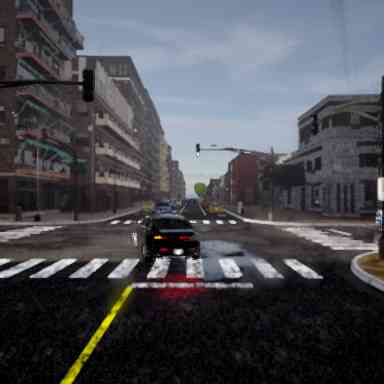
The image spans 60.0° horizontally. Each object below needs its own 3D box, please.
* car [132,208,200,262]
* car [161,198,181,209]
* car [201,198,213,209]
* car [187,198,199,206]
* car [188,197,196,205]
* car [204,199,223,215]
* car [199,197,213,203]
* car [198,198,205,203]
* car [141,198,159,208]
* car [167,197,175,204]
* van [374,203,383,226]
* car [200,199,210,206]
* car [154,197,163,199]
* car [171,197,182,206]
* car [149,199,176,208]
[{"bbox_3d":[-1.087,1.590,12.649,1.837,1.490,4.892,1,0,-16],"label":"car"},{"bbox_3d":[-3.053,1.952,48.396,2.033,1.411,5.357,0,0,0],"label":"car"},{"bbox_3d":[2.722,1.998,49.665,1.802,1.307,4.206,0,-1,0],"label":"car"},{"bbox_3d":[0.039,1.911,65.362,2.097,1.767,4.553,0,-1,0],"label":"car"},{"bbox_3d":[0.046,2.020,75.398,1.882,1.535,5.008,0,-1,0],"label":"car"},{"bbox_3d":[2.716,1.846,38.758,1.752,1.417,4.829,0,-1,0],"label":"car"},{"bbox_3d":[2.727,1.781,55.206,2.192,1.841,5.009,0,-1,0],"label":"car"},{"bbox_3d":[2.749,2.363,94.147,1.752,1.417,4.829,0,-1,0],"label":"car"},{"bbox_3d":[-5.662,1.891,43.961,1.752,1.417,4.829,0,0,0],"label":"car"},{"bbox_3d":[-5.634,2.221,88.443,1.967,1.590,4.097,0,-1,0],"label":"car"},{"bbox_3d":[14.913,1.595,23.066,3.998,1.788,1.690,0,-1,0],"label":"van"},{"bbox_3d":[2.736,2.171,71.821,2.008,1.369,4.403,0,-1,0],"label":"car"},{"bbox_3d":[-5.654,1.780,55.211,2.192,1.841,5.009,0,-1,0],"label":"car"},{"bbox_3d":[-2.982,2.155,64.665,1.895,1.301,4.718,0,-1,1],"label":"car"},{"bbox_3d":[-3.075,1.817,35.350,1.812,1.442,4.674,0,0,0],"label":"car"}]
